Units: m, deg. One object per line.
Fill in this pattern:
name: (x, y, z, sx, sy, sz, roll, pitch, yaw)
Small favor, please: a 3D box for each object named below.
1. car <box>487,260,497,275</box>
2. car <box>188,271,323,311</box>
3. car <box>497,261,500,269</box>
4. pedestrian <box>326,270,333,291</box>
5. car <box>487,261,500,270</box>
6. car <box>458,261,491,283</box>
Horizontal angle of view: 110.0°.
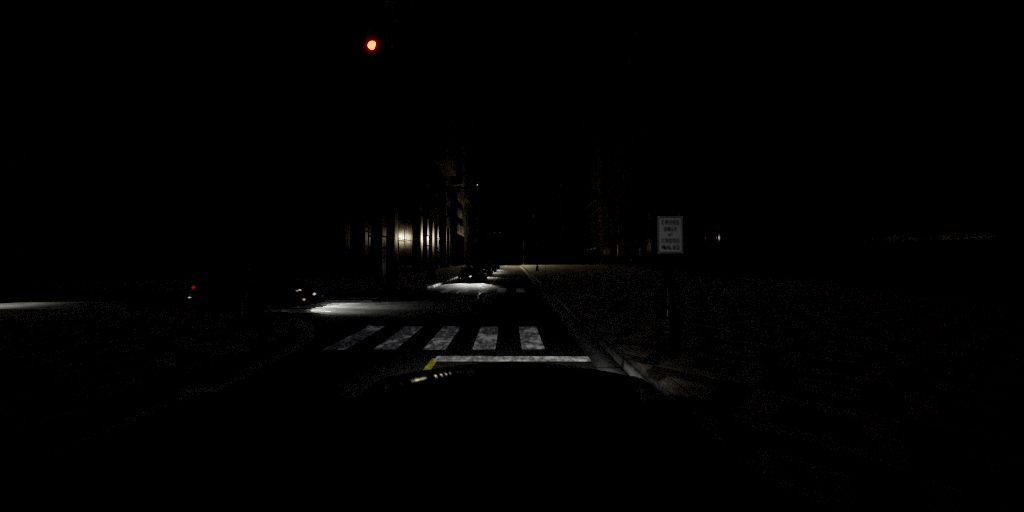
car: (-3.026, 1.332, 37.751, 2.033, 1.411, 5.357, 0, 0, 0)
car: (-9.567, 1.272, 13.626, 4.181, 1.385, 1.994, 0, -1, -3)
car: (-2.997, 1.321, 47.604, 1.837, 1.490, 4.892, 0, 0, 0)
pedestrian: (-9.971, 0.974, 19.611, 0.375, 1.860, 0.375, 0, -1, 0)
car: (-2.934, 1.460, 57.830, 1.895, 1.301, 4.718, 0, 0, 1)
car: (-3.036, 1.328, 28.430, 1.994, 1.385, 4.181, 0, 0, 1)
